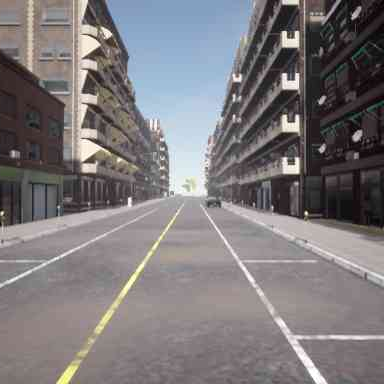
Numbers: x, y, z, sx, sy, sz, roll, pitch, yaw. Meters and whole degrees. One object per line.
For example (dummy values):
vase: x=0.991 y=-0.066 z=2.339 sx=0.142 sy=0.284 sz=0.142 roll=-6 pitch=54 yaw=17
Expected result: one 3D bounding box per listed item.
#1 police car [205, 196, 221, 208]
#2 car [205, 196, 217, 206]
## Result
police car: x=3.133 y=1.414 z=48.603 sx=1.930 sy=1.638 sz=5.238 roll=0 pitch=0 yaw=0
car: x=3.145 y=1.492 z=55.494 sx=1.837 sy=1.490 sz=4.892 roll=0 pitch=0 yaw=0
